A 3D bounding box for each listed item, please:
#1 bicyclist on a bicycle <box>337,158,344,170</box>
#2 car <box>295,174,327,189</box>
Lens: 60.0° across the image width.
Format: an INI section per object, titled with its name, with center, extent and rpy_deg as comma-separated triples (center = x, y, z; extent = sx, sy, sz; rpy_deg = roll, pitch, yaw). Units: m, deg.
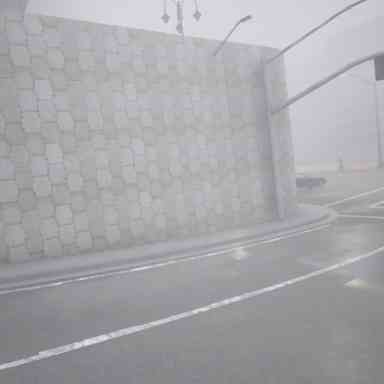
[bicyclist on a bicycle]
center = 20.047, -3.826, 44.884
extent = 1.656, 1.620, 0.582
rpy_deg = -11, 6, -35
[car]
center = 10.000, -1.018, 30.960
extent = 1.895, 1.301, 4.718
rpy_deg = -11, 6, -35
